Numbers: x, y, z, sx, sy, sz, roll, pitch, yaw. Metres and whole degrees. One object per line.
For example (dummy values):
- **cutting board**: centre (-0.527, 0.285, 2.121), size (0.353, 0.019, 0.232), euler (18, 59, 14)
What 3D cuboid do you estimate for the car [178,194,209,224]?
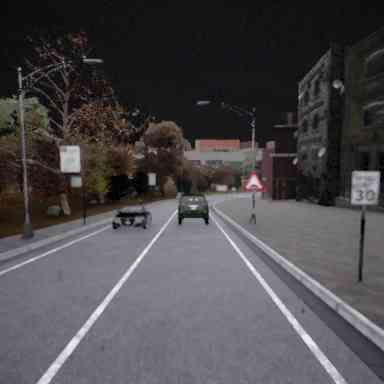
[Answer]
- **car**: centre (0.106, 1.172, 24.752), size (2.150, 2.045, 5.566), euler (0, 0, 0)

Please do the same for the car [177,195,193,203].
- **car**: centre (-1.287, 1.291, 61.773), size (1.895, 1.301, 4.718), euler (1, 1, 12)

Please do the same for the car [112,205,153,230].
- **car**: centre (-3.591, 1.524, 20.598), size (1.994, 1.385, 4.181), euler (0, 0, 0)

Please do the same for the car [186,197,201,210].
- **car**: centre (0.268, 1.447, 42.840), size (1.812, 1.442, 4.674), euler (0, 0, 2)
